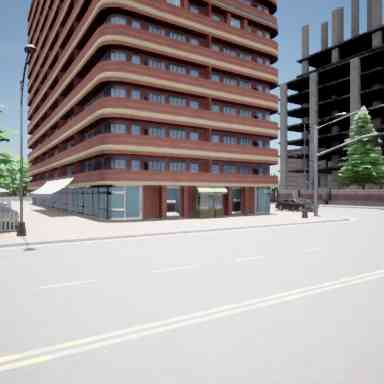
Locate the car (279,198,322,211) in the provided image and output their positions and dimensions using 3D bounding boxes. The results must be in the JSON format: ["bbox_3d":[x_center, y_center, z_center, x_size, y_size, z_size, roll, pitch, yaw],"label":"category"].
[{"bbox_3d":[13.548,1.491,41.705,2.128,1.511,4.902,0,0,-33],"label":"car"}]

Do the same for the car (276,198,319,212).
[{"bbox_3d":[11.789,1.504,37.953,1.837,1.490,4.892,0,0,-32],"label":"car"}]
